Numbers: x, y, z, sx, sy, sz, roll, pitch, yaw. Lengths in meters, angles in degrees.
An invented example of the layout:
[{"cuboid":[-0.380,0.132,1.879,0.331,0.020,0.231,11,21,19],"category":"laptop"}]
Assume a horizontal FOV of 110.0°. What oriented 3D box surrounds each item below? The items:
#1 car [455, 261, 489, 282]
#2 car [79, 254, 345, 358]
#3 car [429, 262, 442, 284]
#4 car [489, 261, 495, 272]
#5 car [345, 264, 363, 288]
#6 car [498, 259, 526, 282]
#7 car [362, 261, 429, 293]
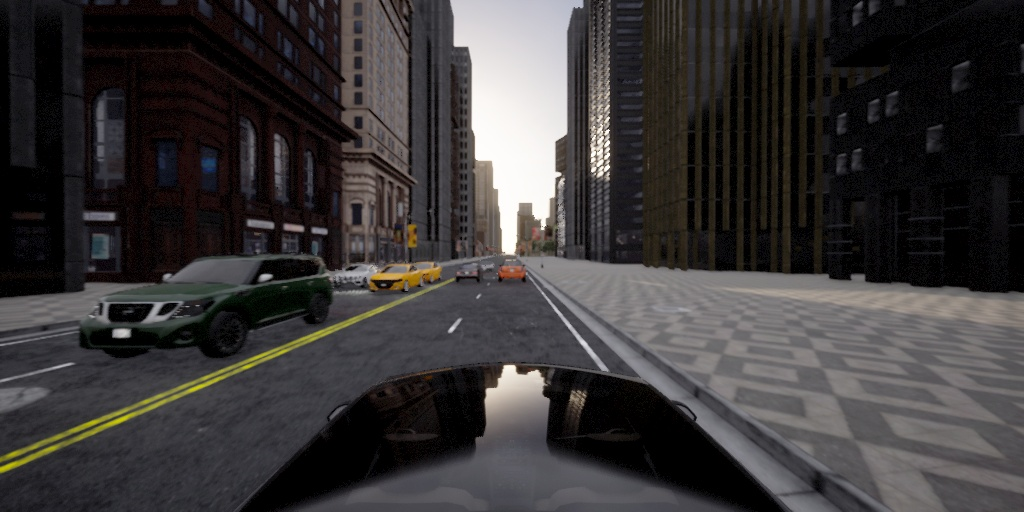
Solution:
[{"cuboid":[-3.231,1.250,28.107,2.033,1.411,5.357,0,0,0],"category":"car"},{"cuboid":[-6.591,0.962,8.832,2.150,2.045,5.566,0,0,0],"category":"car"},{"cuboid":[-6.550,1.184,26.887,1.882,1.535,5.008,0,0,1],"category":"car"},{"cuboid":[-3.175,1.264,44.566,1.895,1.301,4.718,0,0,0],"category":"car"},{"cuboid":[-9.748,1.241,23.222,1.812,1.442,4.674,0,0,0],"category":"car"},{"cuboid":[0.018,1.055,28.495,2.097,1.767,4.553,0,0,1],"category":"car"},{"cuboid":[-6.517,1.198,20.701,1.882,1.535,5.008,0,0,0],"category":"car"}]
